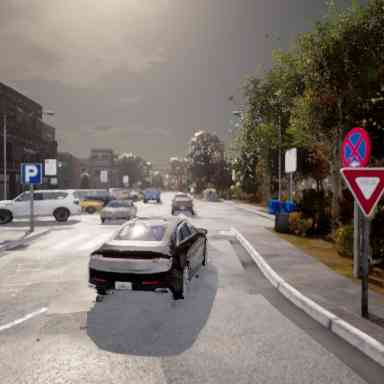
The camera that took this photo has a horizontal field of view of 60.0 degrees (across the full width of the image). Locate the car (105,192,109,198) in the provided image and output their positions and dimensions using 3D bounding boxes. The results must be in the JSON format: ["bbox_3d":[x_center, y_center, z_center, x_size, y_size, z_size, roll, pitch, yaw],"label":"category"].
[{"bbox_3d":[-10.426,1.064,30.527,4.674,1.452,2.002,-1,1,-22],"label":"car"}]

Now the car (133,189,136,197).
[{"bbox_3d":[-11.059,0.647,48.536,4.553,1.767,2.185,-1,1,-22],"label":"car"}]

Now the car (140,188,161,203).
[{"bbox_3d":[-5.727,0.521,48.249,2.150,2.045,5.566,0,1,-2],"label":"car"}]

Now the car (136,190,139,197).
[{"bbox_3d":[-11.173,0.763,51.549,4.792,1.488,2.163,-1,1,-22],"label":"car"}]

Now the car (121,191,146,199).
[{"bbox_3d":[-11.729,0.589,66.532,4.674,1.452,2.002,-1,1,-22],"label":"car"}]

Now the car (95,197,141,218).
[{"bbox_3d":[-4.810,1.258,22.304,1.895,1.301,4.718,0,1,-2],"label":"car"}]

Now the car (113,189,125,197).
[{"bbox_3d":[-10.796,0.772,39.522,4.553,1.767,2.185,-1,1,-22],"label":"car"}]

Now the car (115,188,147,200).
[{"bbox_3d":[-11.616,0.332,63.553,5.566,2.045,2.435,-1,0,-22],"label":"car"}]

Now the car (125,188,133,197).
[{"bbox_3d":[-10.951,0.688,45.536,4.553,1.767,2.185,-1,1,-22],"label":"car"}]

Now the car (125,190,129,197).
[{"bbox_3d":[-10.874,0.896,42.531,4.674,1.452,2.002,-1,1,-22],"label":"car"}]

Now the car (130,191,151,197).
[{"bbox_3d":[-12.176,0.456,78.533,4.674,1.452,2.002,-1,0,-22],"label":"car"}]

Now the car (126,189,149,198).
[{"bbox_3d":[-11.983,0.355,72.523,4.553,1.767,2.185,-1,0,-22],"label":"car"}]

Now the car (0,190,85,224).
[{"bbox_3d":[-10.085,0.900,21.495,5.566,2.045,2.435,-1,1,-22],"label":"car"}]

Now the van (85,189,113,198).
[{"bbox_3d":[-10.646,0.758,33.474,4.442,1.987,1.878,-1,1,-22],"label":"van"}]

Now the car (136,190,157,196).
[{"bbox_3d":[-12.472,0.286,90.595,5.366,1.575,1.946,-1,0,-22],"label":"car"}]

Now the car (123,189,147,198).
[{"bbox_3d":[-11.874,0.389,69.524,4.553,1.767,2.185,-1,0,-22],"label":"car"}]

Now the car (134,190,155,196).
[{"bbox_3d":[-12.531,0.324,87.526,4.892,1.521,2.231,-1,0,-22],"label":"car"}]

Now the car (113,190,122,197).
[{"bbox_3d":[-10.643,0.939,36.524,5.008,1.535,2.097,-1,1,-22],"label":"car"}]

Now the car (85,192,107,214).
[{"bbox_3d":[-10.131,1.060,27.594,5.366,1.575,1.946,-1,1,-22],"label":"car"}]

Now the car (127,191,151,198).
[{"bbox_3d":[-12.034,0.476,75.545,4.792,1.488,2.163,-1,0,-22],"label":"car"}]

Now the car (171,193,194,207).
[{"bbox_3d":[-0.848,1.088,29.255,1.812,1.442,4.674,0,1,-2],"label":"car"}]

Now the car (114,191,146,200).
[{"bbox_3d":[-11.347,0.614,60.607,5.366,1.575,1.946,-1,1,-22],"label":"car"}]

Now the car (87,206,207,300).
[{"bbox_3d":[-0.771,1.363,8.187,2.128,1.511,4.902,0,1,10],"label":"car"}]
